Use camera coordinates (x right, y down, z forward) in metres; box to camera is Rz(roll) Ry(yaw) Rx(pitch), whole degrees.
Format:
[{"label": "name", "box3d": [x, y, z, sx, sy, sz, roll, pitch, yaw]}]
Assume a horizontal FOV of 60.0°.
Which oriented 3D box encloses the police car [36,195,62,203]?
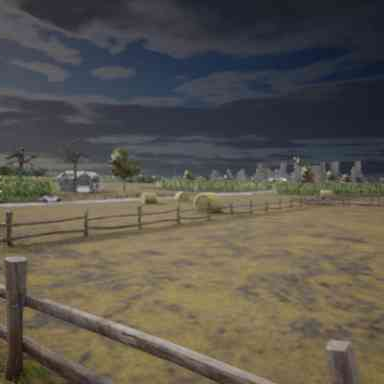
[{"label": "police car", "box3d": [-29.714, 1.471, 68.865, 2.038, 1.542, 4.974, 2, 2, 36]}]
